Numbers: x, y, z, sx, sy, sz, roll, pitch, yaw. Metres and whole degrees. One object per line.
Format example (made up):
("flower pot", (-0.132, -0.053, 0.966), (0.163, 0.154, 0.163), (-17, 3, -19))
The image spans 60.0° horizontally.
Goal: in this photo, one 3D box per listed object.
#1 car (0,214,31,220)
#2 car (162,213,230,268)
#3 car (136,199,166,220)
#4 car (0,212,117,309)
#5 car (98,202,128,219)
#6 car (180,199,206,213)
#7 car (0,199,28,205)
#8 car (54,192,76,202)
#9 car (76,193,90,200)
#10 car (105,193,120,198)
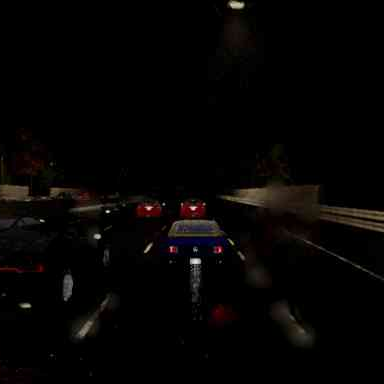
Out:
("car", (-6.900, 1.566, 13.014), (1.994, 1.385, 4.181), (0, 0, 0))
("car", (0.102, 1.602, 11.293), (1.895, 1.301, 4.718), (0, 0, 0))
("car", (-3.400, 1.364, 28.417), (2.097, 1.767, 4.553), (0, 0, 0))
("car", (-3.398, 1.478, 7.995), (1.882, 1.535, 5.008), (0, 0, 0))
("car", (-6.896, 1.576, 29.291), (1.994, 1.385, 4.181), (0, 0, 0))
("car", (0.099, 1.364, 28.443), (2.097, 1.767, 4.553), (0, 0, 0))
("car", (-17.593, 1.563, 33.025), (2.033, 1.411, 5.357), (0, 0, 0))
("car", (-27.994, 1.080, 72.585), (2.150, 2.045, 5.566), (0, 0, 0))
("car", (-24.495, 1.243, 74.061), (2.150, 2.045, 5.566), (0, 0, 0))
("car", (-17.494, 1.243, 74.061), (2.150, 2.045, 5.566), (0, 0, 0))
